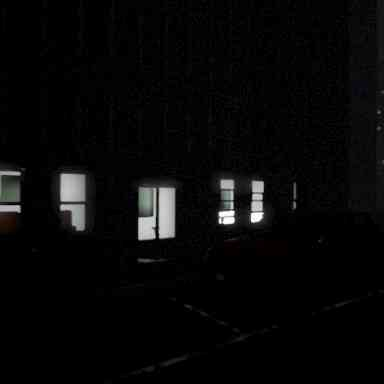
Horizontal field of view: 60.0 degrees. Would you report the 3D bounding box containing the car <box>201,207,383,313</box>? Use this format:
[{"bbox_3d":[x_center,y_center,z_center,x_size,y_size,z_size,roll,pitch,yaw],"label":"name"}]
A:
[{"bbox_3d":[2.603,1.376,7.958,5.009,1.841,2.192,1,0,-36],"label":"car"}]

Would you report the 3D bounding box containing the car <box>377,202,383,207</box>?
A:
[{"bbox_3d":[29.779,2.271,52.962,1.967,1.590,4.097,0,-1,-36],"label":"car"}]
